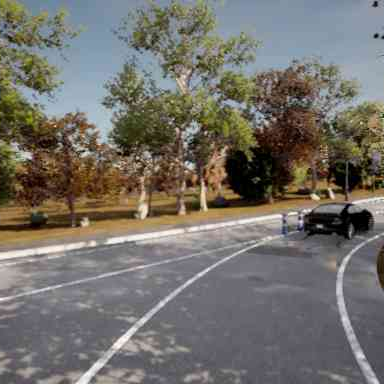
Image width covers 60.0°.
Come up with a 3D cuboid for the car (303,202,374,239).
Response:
[{"bbox_3d":[7.170,1.237,16.089,1.882,1.535,5.008,-1,2,43],"label":"car"}]
